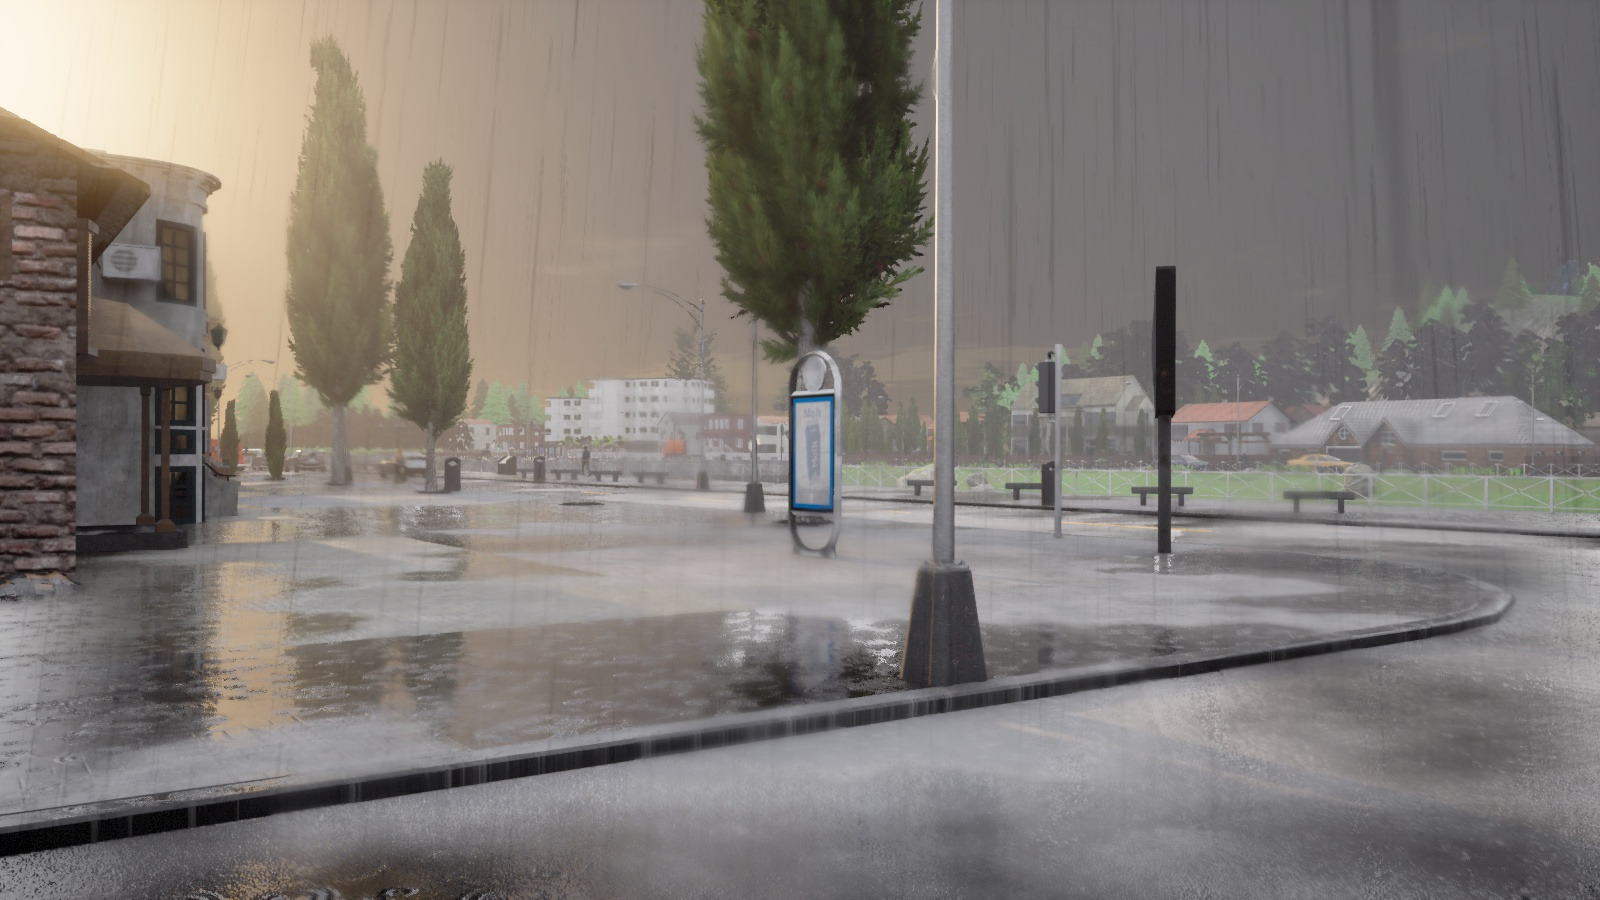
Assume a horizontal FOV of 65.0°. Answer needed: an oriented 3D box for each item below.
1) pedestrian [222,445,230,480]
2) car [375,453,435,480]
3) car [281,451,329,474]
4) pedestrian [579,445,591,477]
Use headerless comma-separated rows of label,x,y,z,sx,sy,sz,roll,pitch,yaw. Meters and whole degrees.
pedestrian,-30.441,0.682,66.595,0.331,1.846,0.634,0,0,-21
car,-22.715,0.916,72.122,2.007,1.525,4.514,0,0,-34
car,-36.175,0.890,91.705,2.242,1.667,4.611,0,0,-34
pedestrian,-12.384,0.658,72.329,0.370,1.835,0.726,0,0,-36
